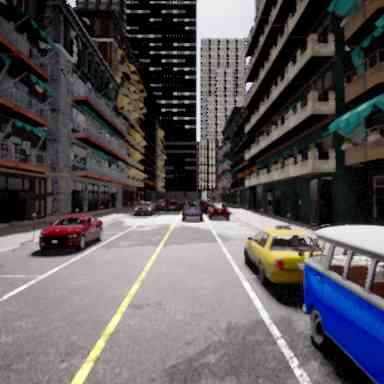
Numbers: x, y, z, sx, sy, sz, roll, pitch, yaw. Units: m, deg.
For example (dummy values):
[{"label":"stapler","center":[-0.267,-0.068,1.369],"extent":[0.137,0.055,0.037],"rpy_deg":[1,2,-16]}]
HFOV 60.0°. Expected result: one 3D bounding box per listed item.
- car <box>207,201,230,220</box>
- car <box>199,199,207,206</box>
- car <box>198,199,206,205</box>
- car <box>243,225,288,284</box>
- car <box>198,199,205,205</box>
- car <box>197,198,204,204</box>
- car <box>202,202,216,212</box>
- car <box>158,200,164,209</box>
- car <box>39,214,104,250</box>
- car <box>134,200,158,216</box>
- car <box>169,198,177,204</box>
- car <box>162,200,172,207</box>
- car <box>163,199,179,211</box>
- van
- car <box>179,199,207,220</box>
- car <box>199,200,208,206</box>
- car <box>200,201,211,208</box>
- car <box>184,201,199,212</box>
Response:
[{"label":"car","center":[2.532,1.794,32.249],"extent":[1.967,1.590,4.097],"rpy_deg":[0,-1,0]},{"label":"car","center":[2.476,2.437,77.933],"extent":[1.752,1.417,4.829],"rpy_deg":[0,-1,0]},{"label":"car","center":[2.469,2.530,83.450],"extent":[1.887,1.381,4.507],"rpy_deg":[0,-1,0]},{"label":"car","center":[2.559,1.630,9.662],"extent":[1.752,1.417,4.829],"rpy_deg":[0,-1,0]},{"label":"car","center":[2.462,2.607,89.140],"extent":[1.887,1.381,4.507],"rpy_deg":[0,-1,0]},{"label":"car","center":[2.455,2.581,94.830],"extent":[1.967,1.590,4.097],"rpy_deg":[0,-1,0]},{"label":"car","center":[2.510,2.136,49.316],"extent":[1.802,1.307,4.206],"rpy_deg":[0,-1,0]},{"label":"car","center":[-5.376,2.063,54.990],"extent":[1.967,1.590,4.097],"rpy_deg":[0,-1,0]},{"label":"car","center":[-5.328,1.709,15.162],"extent":[1.887,1.381,4.507],"rpy_deg":[0,-1,0]},{"label":"car","center":[-5.355,1.860,37.921],"extent":[1.967,1.590,4.097],"rpy_deg":[0,-1,0]},{"label":"car","center":[-5.425,2.582,94.815],"extent":[1.967,1.590,4.097],"rpy_deg":[0,-1,0]},{"label":"car","center":[-5.398,2.401,72.057],"extent":[1.947,1.339,4.313],"rpy_deg":[0,-1,0]},{"label":"car","center":[-2.883,2.095,50.592],"extent":[1.812,1.442,4.674],"rpy_deg":[0,-1,0]},{"label":"van","center":[2.568,1.383,3.804],"extent":[1.690,1.788,3.998],"rpy_deg":[0,-1,0]},{"label":"car","center":[0.053,1.778,31.879],"extent":[2.033,1.649,4.856],"rpy_deg":[0,-1,0]},{"label":"car","center":[2.483,2.401,72.073],"extent":[1.947,1.339,4.313],"rpy_deg":[0,-1,0]},{"label":"car","center":[2.497,2.274,60.694],"extent":[1.802,1.307,4.206],"rpy_deg":[0,-1,0]},{"label":"car","center":[-0.054,2.079,47.449],"extent":[2.033,1.411,5.357],"rpy_deg":[0,-1,0]}]
